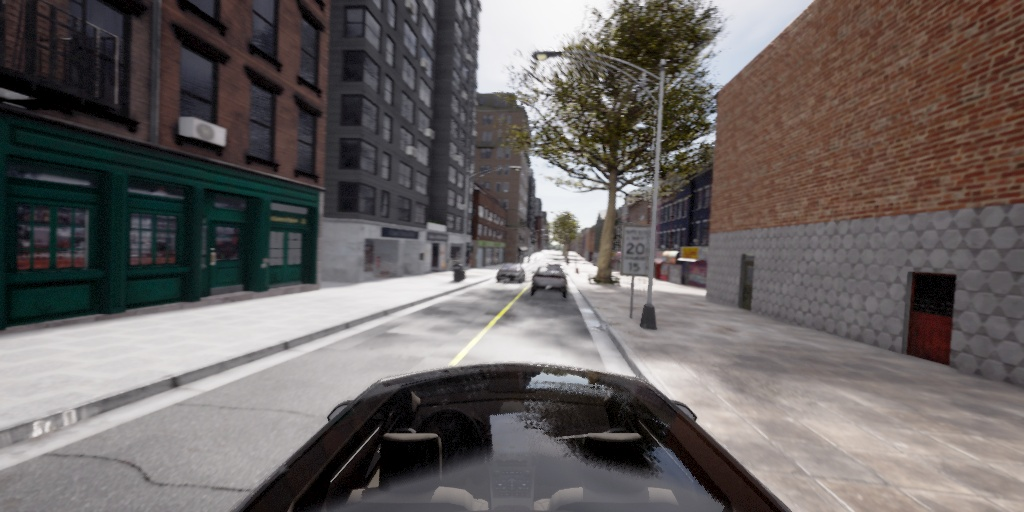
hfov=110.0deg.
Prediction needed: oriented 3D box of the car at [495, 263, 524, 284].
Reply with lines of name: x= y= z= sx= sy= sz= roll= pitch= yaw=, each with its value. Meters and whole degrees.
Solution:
car: x=0.019 y=1.258 z=27.181 sx=2.033 sy=1.411 sz=5.357 roll=3 pitch=0 yaw=7

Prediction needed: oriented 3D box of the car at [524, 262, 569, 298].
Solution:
car: x=2.050 y=1.311 z=19.500 sx=2.128 sy=1.511 sz=4.902 roll=3 pitch=0 yaw=7
